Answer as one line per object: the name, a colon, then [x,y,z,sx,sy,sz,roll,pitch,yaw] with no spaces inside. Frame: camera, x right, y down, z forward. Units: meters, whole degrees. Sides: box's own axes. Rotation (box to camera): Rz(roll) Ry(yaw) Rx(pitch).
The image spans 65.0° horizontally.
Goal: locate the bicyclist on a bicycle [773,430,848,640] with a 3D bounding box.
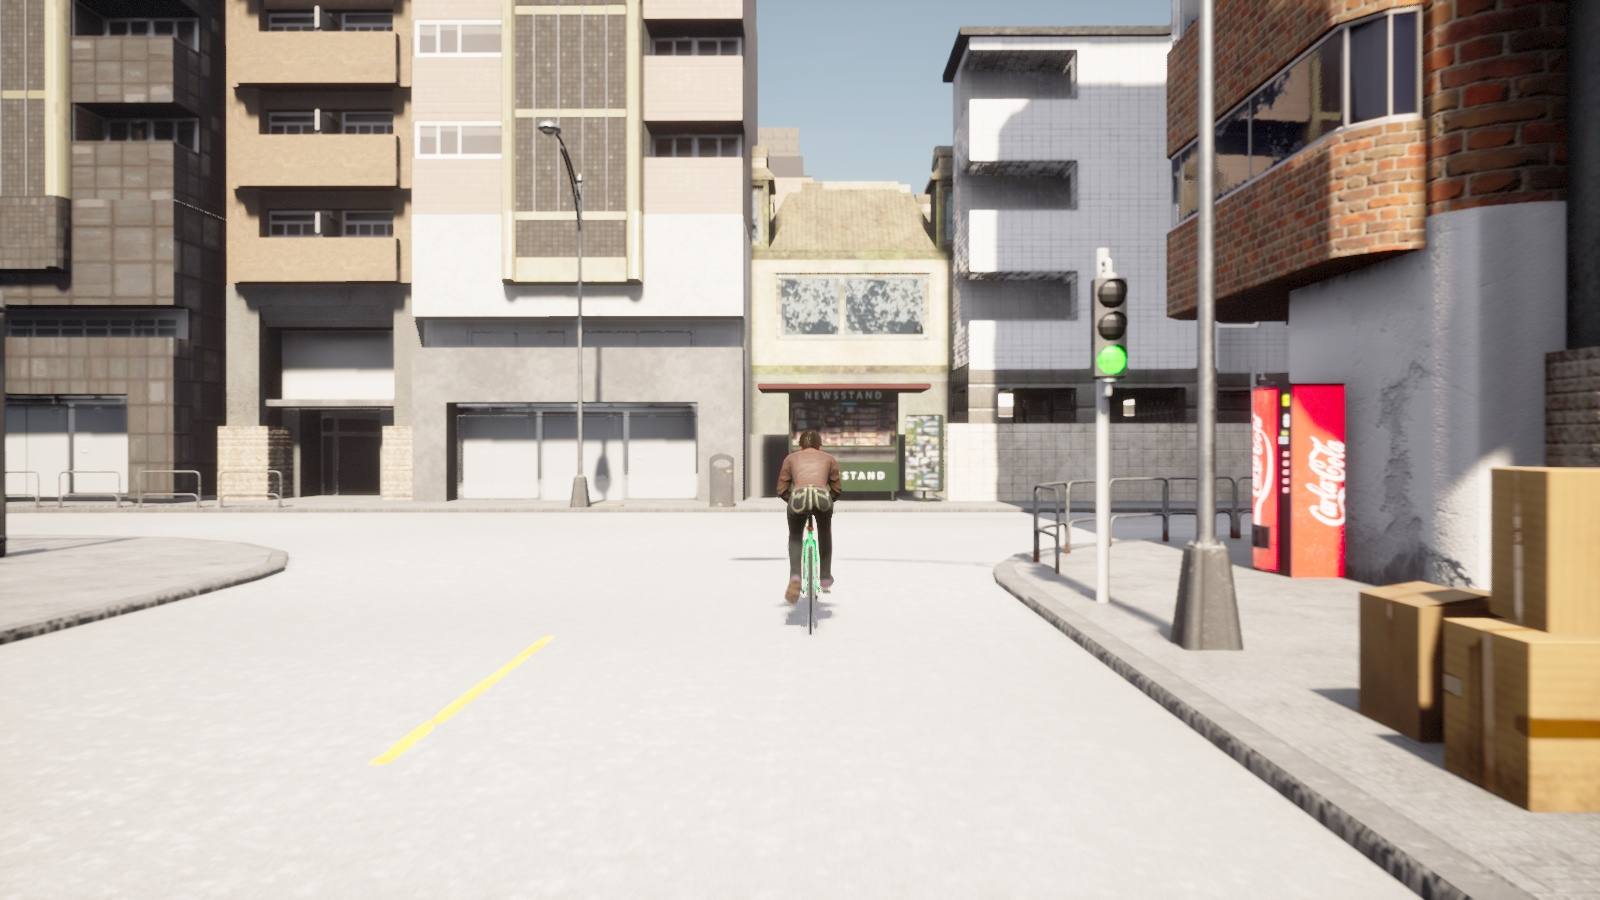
bicyclist on a bicycle: [0.085,0.659,10.497,0.582,1.620,1.656,0,0,0]
